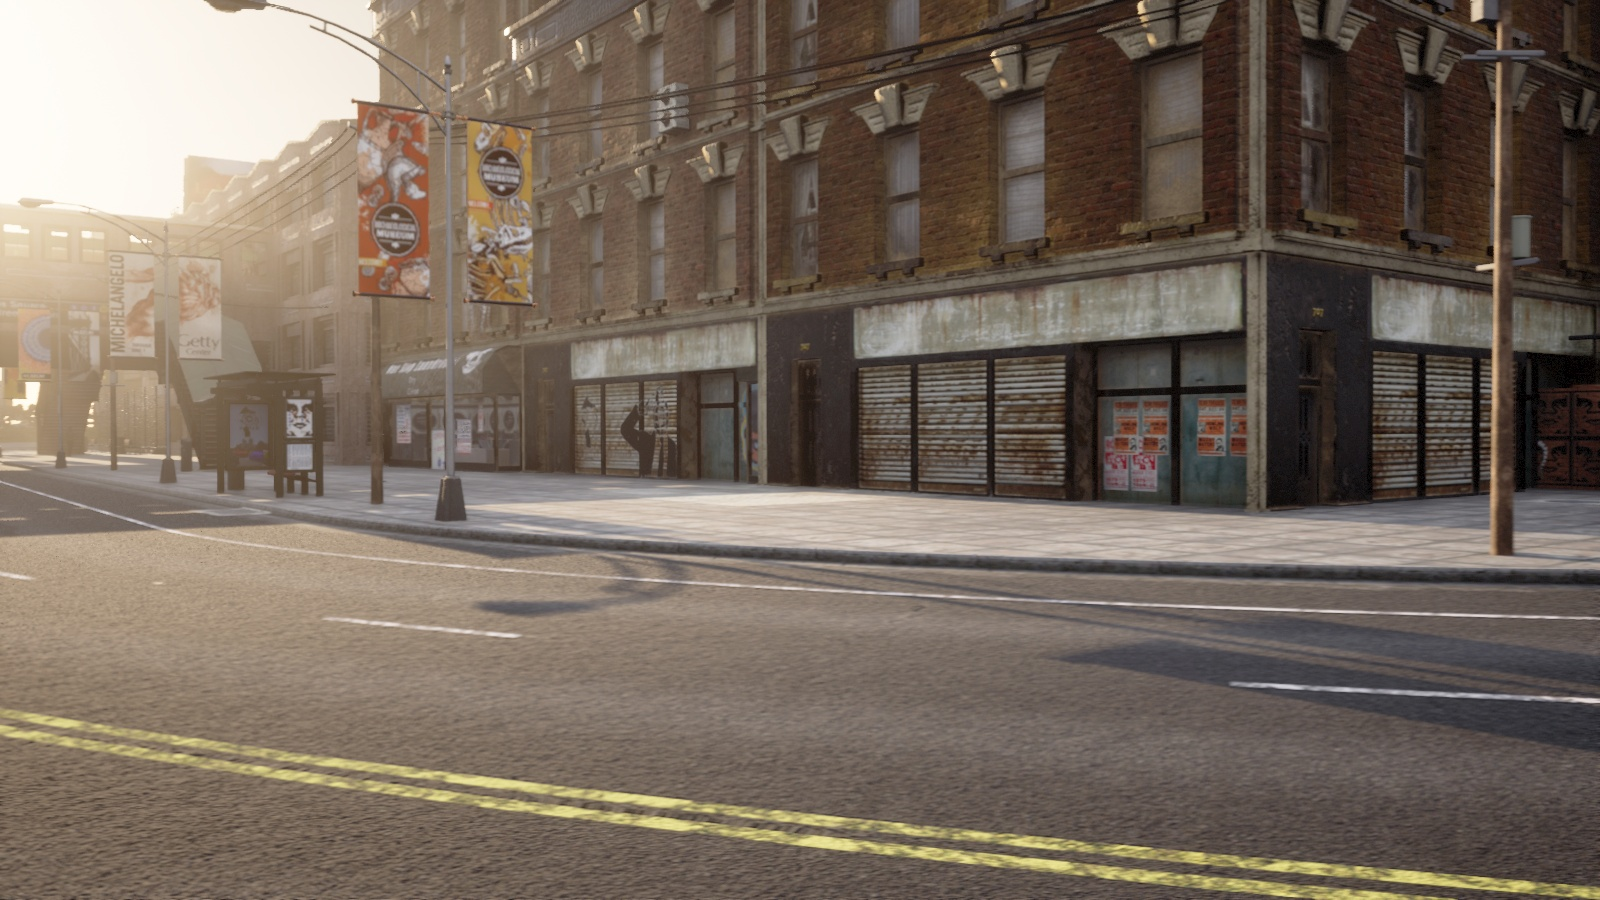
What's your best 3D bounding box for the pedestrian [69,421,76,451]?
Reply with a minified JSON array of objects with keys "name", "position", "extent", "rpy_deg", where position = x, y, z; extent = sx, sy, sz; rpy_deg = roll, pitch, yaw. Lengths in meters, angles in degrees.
[{"name":"pedestrian","position":[-44.187,-0.845,76.262],"extent":[0.328,1.805,0.869],"rpy_deg":[0,1,-34]}]
